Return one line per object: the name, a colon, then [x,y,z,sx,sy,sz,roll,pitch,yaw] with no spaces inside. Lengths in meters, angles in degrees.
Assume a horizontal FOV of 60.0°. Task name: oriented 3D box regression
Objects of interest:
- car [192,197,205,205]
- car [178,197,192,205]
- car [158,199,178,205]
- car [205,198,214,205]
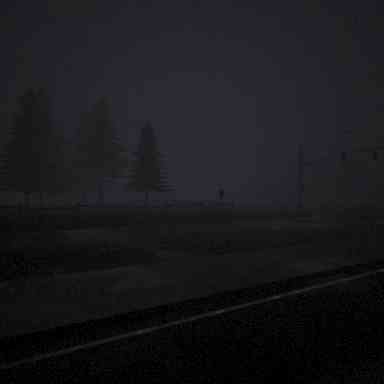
car: [0.234,1.961,74.924,2.097,1.767,4.553,1,-1,-35]
car: [-2.608,2.152,72.875,1.895,1.301,4.718,1,-1,-35]
car: [-5.481,2.103,70.878,1.895,1.301,4.718,1,-1,-35]
car: [3.123,2.179,76.896,1.812,1.442,4.674,1,-1,-35]
